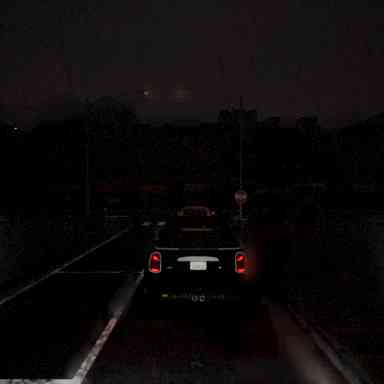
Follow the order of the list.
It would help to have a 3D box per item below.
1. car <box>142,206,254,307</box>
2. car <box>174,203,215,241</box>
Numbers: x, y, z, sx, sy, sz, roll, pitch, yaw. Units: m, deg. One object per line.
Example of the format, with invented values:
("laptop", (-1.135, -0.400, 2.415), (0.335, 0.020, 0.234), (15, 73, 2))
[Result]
("car", (0.115, 1.351, 8.122), (2.097, 1.767, 4.553), (0, 0, 0))
("car", (0.212, 1.475, 17.747), (1.882, 1.535, 5.008), (0, 0, 2))
